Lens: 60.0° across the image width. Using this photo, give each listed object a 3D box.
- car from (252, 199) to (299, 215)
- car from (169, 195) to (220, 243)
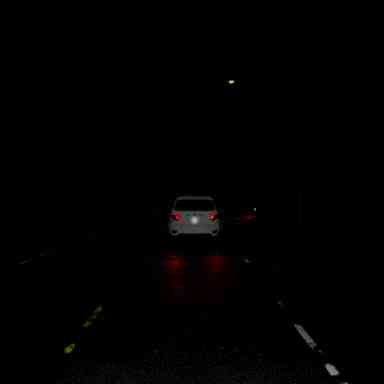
[{"bbox_3d":[7.967,1.402,31.375,4.892,1.490,1.837,2,-4,-24],"label":"car"},{"bbox_3d":[0.102,1.143,15.710,2.150,2.045,5.566,0,1,0],"label":"car"}]
